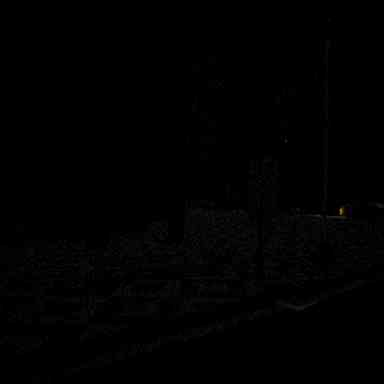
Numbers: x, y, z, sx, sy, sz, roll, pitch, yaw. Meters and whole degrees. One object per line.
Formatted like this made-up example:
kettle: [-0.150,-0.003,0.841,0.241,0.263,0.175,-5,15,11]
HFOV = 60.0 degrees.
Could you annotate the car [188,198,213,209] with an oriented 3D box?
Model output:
car: [1.871,1.606,44.258,1.752,1.417,4.829,2,-1,-36]

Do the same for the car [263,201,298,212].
car: [11.897,1.910,44.888,1.947,1.339,4.313,2,-1,-36]

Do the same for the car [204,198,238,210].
car: [3.916,1.669,45.991,1.837,1.490,4.892,2,-1,-36]

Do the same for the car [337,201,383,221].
car: [15.737,1.628,29.456,1.882,1.535,5.008,2,-1,-36]

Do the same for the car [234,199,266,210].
car: [8.605,1.873,49.489,1.752,1.417,4.829,2,-1,-36]

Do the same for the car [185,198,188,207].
car: [0.832,1.816,55.694,2.033,1.411,5.357,2,-1,-35]

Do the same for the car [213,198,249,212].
car: [4.965,1.622,39.933,1.887,1.381,4.507,2,-1,-36]

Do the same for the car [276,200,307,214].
car: [9.902,1.649,37.614,2.128,1.511,4.902,2,-1,-36]

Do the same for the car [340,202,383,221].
car: [14.530,1.507,26.573,1.967,1.590,4.097,2,-1,-37]

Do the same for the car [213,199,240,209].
car: [5.511,1.902,53.812,2.008,1.369,4.403,2,-1,-36]

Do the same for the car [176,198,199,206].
car: [-0.876,1.906,62.737,2.008,1.369,4.403,2,-1,-36]

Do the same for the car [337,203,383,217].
car: [18.283,1.902,35.964,1.947,1.339,4.313,2,-1,-36]

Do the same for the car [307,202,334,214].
car: [15.089,1.922,40.426,1.802,1.307,4.206,2,-1,-36]
